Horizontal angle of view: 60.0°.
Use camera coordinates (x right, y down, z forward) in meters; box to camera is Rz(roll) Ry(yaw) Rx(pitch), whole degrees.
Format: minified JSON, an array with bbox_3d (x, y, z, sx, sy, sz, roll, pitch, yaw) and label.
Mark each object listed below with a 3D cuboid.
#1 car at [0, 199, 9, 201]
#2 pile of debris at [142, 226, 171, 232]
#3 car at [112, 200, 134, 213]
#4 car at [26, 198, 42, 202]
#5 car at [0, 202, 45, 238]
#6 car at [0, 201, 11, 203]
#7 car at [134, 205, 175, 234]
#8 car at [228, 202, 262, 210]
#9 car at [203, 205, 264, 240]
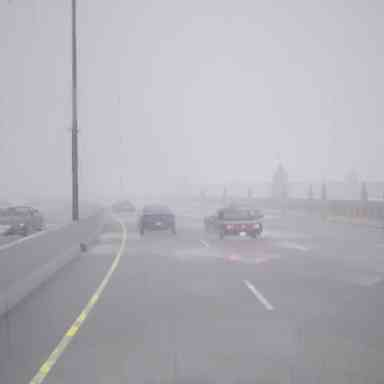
[{"bbox_3d":[-32.967,1.788,57.858,1.895,1.301,4.718,-1,0,-42],"label":"car"},{"bbox_3d":[-2.132,2.160,19.519,1.500,0.140,1.860,0,0,-12],"label":"pile of debris"},{"bbox_3d":[-7.701,1.557,37.049,1.994,1.385,4.181,0,0,-23],"label":"car"},{"bbox_3d":[-26.087,1.685,54.813,1.994,1.385,4.181,-1,0,-36],"label":"car"},{"bbox_3d":[-9.112,1.520,17.461,2.128,1.511,4.902,0,0,-12],"label":"car"},{"bbox_3d":[-13.772,1.604,22.209,2.033,1.411,5.357,0,0,-15],"label":"car"},{"bbox_3d":[-2.168,1.462,19.325,1.882,1.535,5.008,0,0,-12],"label":"car"},{"bbox_3d":[3.587,1.485,25.612,2.033,1.411,5.357,0,0,-15],"label":"car"},{"bbox_3d":[1.884,1.566,16.958,1.895,1.301,4.718,0,0,-10],"label":"car"}]
